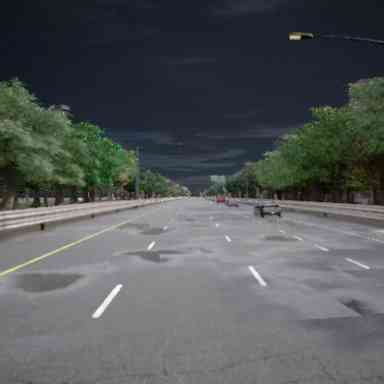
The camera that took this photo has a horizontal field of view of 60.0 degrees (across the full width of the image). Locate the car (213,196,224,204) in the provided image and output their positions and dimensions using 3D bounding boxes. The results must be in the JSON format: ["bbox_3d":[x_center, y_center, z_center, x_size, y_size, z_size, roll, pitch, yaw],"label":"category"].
[{"bbox_3d":[7.426,2.034,86.000,2.150,2.045,5.566,0,-1,1],"label":"car"}]

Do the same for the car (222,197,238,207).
[{"bbox_3d":[7.218,2.039,60.961,2.033,1.411,5.357,0,-1,0],"label":"car"}]

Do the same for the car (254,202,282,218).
[{"bbox_3d":[7.062,1.643,31.399,2.128,1.511,4.902,0,-1,0],"label":"car"}]
